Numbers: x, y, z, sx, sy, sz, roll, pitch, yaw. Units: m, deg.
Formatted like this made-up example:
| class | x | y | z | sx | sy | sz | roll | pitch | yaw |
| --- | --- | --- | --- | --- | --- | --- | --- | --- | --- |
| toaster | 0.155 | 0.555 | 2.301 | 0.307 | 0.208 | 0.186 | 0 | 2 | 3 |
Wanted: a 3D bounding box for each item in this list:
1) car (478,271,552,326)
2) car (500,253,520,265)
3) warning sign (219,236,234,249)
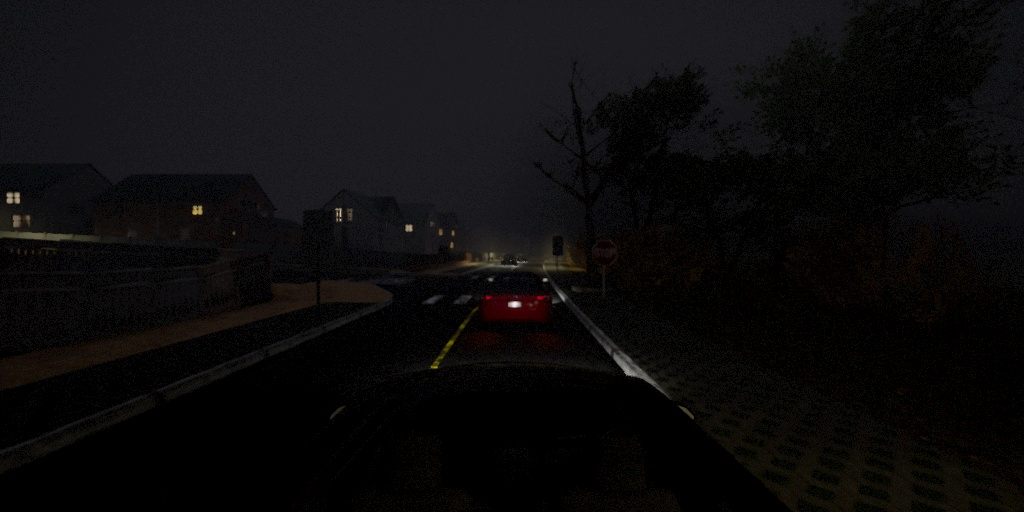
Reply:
| class | x | y | z | sx | sy | sz | roll | pitch | yaw |
| --- | --- | --- | --- | --- | --- | --- | --- | --- | --- |
| car | 0.163 | 1.141 | 10.931 | 1.994 | 1.385 | 4.181 | 0 | 1 | 3 |
| car | -0.424 | 0.457 | 49.111 | 1.837 | 1.490 | 4.892 | 0 | 1 | 6 |
| warning sign | -19.574 | -0.433 | 24.604 | 1.060 | 1.860 | 1.300 | 0 | 0 | 1 |
